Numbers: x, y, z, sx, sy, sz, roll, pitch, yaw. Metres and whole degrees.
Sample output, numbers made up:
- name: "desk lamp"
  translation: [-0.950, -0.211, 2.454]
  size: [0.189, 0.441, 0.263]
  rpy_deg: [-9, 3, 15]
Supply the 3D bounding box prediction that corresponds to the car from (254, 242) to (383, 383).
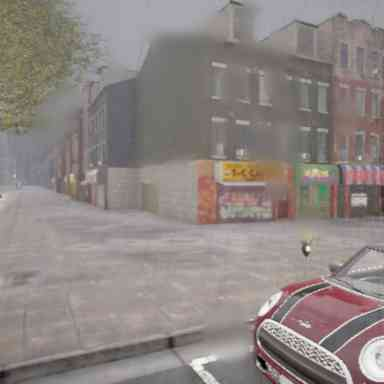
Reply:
- name: "car"
  translation: [2.758, 1.368, 4.109]
  size: [4.097, 1.590, 1.967]
  rpy_deg: [0, 1, -26]
